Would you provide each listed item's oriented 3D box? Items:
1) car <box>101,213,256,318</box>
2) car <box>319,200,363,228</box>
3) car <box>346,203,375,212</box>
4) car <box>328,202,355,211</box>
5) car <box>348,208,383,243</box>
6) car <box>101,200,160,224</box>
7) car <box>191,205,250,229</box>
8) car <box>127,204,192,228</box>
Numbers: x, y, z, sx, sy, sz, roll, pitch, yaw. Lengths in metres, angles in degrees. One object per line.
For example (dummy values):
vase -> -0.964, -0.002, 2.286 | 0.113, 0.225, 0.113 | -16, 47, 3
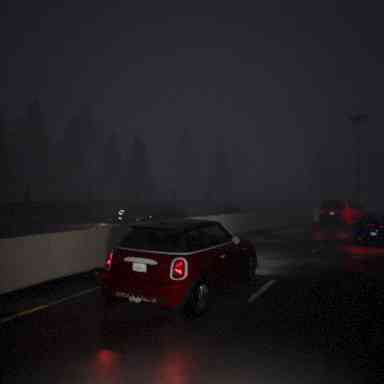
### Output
car -> 0.006, 1.432, 7.981 | 2.097, 1.767, 4.553 | 1, -1, 27
car -> 11.445, 1.630, 25.204 | 2.150, 2.045, 5.566 | 0, -1, 40
car -> 26.793, 2.496, 52.892 | 4.718, 1.301, 1.895 | 1, -1, -33
car -> 25.195, 2.406, 55.989 | 4.892, 1.490, 1.837 | 1, -1, -33
car -> 9.670, 1.782, 17.126 | 1.882, 1.535, 5.008 | 0, -1, 35
car -> -4.893, 1.550, 27.082 | 2.097, 1.767, 4.553 | 0, -1, 35
car -> 2.298, 1.771, 25.134 | 2.128, 1.511, 4.902 | 0, -1, 37
car -> -2.291, 1.703, 24.724 | 2.128, 1.511, 4.902 | 0, -1, 35
